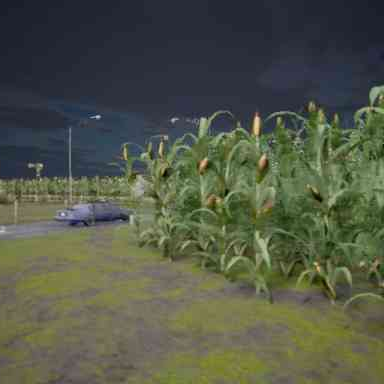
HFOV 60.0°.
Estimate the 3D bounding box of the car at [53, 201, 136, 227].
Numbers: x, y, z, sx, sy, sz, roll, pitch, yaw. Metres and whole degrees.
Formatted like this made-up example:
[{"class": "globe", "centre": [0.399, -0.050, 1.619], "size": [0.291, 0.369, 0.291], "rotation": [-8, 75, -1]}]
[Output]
[{"class": "car", "centre": [-5.870, 1.294, 20.840], "size": [2.033, 1.411, 5.357], "rotation": [-1, 0, 34]}]
